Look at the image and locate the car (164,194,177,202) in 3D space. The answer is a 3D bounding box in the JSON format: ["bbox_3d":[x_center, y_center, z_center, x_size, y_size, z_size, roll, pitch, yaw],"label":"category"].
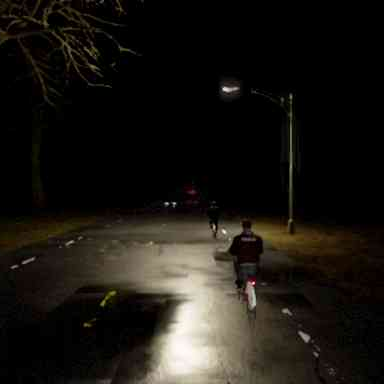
[{"bbox_3d":[-3.539,0.962,56.076,2.033,1.411,5.357,0,1,1],"label":"car"}]

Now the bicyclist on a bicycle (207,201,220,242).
[{"bbox_3d":[0.965,1.303,14.996,0.659,1.776,1.843,0,1,0],"label":"bicyclist on a bicycle"}]

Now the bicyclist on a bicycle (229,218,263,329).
[{"bbox_3d":[0.964,1.352,6.039,0.659,1.776,1.843,0,0,0],"label":"bicyclist on a bicycle"}]

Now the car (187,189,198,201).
[{"bbox_3d":[0.061,0.768,62.029,2.128,1.511,4.902,0,1,1],"label":"car"}]
